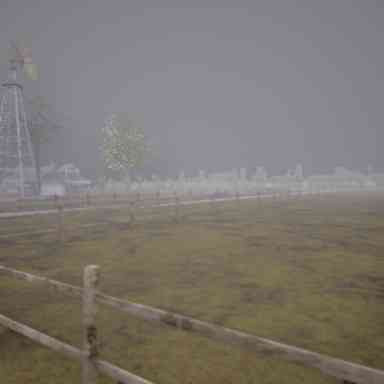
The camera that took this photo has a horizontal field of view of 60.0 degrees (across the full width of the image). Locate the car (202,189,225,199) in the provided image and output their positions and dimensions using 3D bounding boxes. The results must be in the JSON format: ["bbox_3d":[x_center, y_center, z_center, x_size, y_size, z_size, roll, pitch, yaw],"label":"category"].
[{"bbox_3d":[3.357,0.263,51.650,1.837,1.490,4.892,-1,0,36],"label":"car"}]
